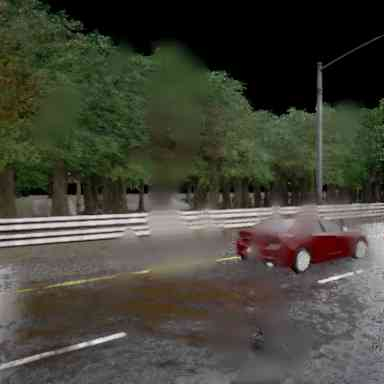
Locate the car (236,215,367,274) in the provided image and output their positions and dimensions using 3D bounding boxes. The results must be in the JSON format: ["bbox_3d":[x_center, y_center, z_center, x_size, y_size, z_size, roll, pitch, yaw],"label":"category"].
[{"bbox_3d":[3.656,1.470,10.635,5.008,1.535,1.882,0,0,-35],"label":"car"}]
